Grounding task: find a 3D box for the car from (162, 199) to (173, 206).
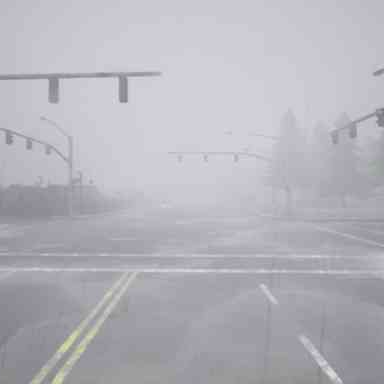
[{"bbox_3d":[-5.179,2.221,71.308,1.994,1.385,4.181,0,-1,1],"label":"car"}]
